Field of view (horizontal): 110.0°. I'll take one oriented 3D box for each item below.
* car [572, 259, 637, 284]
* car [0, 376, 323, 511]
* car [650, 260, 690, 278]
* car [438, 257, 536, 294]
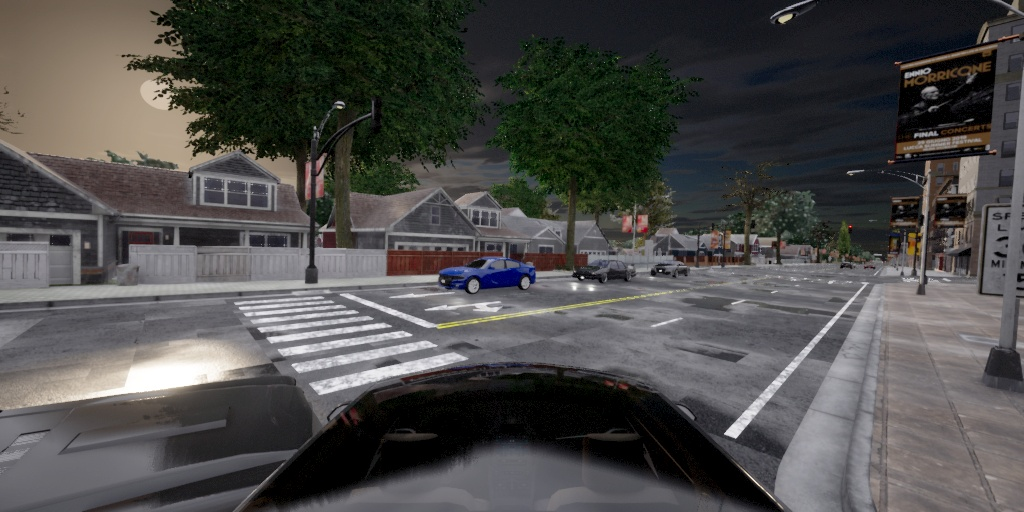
[{"bbox_3d":[6.178,0.935,23.417,5.357,1.411,2.033,1,2,-44],"label":"car"},{"bbox_3d":[-3.316,1.278,1.368,4.718,1.301,1.895,1,2,-34],"label":"car"},{"bbox_3d":[13.417,1.029,30.296,4.181,1.385,1.994,1,2,-44],"label":"car"},{"bbox_3d":[-1.029,0.792,16.540,5.008,1.535,1.882,1,2,-44],"label":"car"}]
